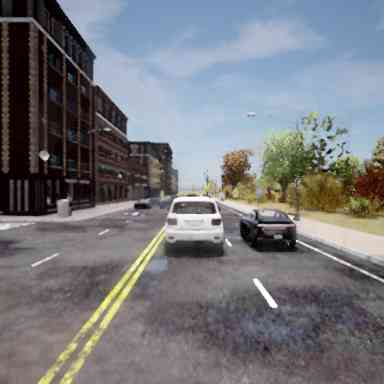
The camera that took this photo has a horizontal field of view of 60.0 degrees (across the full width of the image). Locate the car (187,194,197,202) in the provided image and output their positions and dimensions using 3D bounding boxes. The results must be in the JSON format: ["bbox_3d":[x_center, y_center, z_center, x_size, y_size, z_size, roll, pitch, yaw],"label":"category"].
[{"bbox_3d":[0.001,1.312,74.290,2.097,1.767,4.553,0,0,0],"label":"car"}]

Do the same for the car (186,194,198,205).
[{"bbox_3d":[0.001,1.326,63.929,2.150,2.045,5.566,0,0,0],"label":"car"}]

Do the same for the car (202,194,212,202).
[{"bbox_3d":[3.251,1.312,74.290,2.097,1.767,4.553,0,0,0],"label":"car"}]

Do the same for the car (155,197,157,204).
[{"bbox_3d":[-6.542,1.662,60.766,1.994,1.385,4.181,0,0,1],"label":"car"}]

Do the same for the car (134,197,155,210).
[{"bbox_3d":[-6.592,1.671,44.680,1.895,1.301,4.718,0,0,0],"label":"car"}]

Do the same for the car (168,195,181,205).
[{"bbox_3d":[-3.275,1.456,63.148,2.097,1.767,4.553,0,0,1],"label":"car"}]

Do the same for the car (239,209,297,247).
[{"bbox_3d":[3.335,1.515,15.241,2.128,1.511,4.902,0,0,0],"label":"car"}]

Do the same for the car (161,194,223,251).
[{"bbox_3d":[0.088,1.239,14.372,2.150,2.045,5.566,0,0,0],"label":"car"}]

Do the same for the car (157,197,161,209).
[{"bbox_3d":[-3.337,1.636,45.914,1.994,1.385,4.181,0,0,0],"label":"car"}]

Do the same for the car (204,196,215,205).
[{"bbox_3d":[3.251,1.583,63.898,1.882,1.535,5.008,0,0,0],"label":"car"}]
